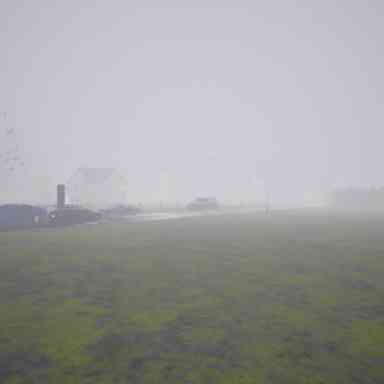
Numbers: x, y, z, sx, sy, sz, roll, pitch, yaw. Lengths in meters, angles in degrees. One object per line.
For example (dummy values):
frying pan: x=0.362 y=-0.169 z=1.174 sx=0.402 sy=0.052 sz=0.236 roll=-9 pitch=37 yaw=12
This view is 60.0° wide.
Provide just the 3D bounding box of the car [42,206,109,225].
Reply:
car: x=-9.102 y=1.797 z=26.246 sx=1.994 sy=1.385 sz=4.181 roll=1 pitch=0 yaw=35

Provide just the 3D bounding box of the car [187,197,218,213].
car: x=1.531 y=1.713 z=46.301 sx=2.150 sy=2.045 sz=5.566 roll=1 pitch=1 yaw=36

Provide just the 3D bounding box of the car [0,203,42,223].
car: x=-13.561 y=1.625 z=25.125 sx=1.882 sy=1.535 sz=5.008 roll=1 pitch=0 yaw=35

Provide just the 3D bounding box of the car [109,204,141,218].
car: x=-7.477 y=1.893 z=33.681 sx=1.895 sy=1.301 sz=4.718 roll=1 pitch=0 yaw=36
